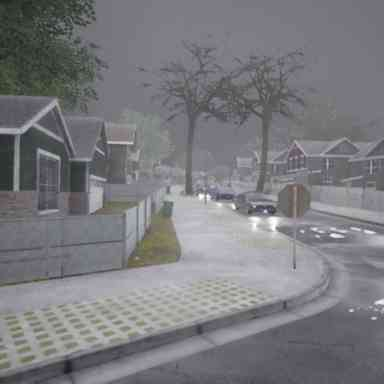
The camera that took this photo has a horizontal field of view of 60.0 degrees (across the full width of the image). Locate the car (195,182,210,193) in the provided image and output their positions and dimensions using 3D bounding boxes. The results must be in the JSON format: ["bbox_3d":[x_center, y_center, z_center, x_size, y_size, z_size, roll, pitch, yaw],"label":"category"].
[{"bbox_3d":[1.590,-0.598,48.691,2.128,1.511,4.902,1,3,-6],"label":"car"}]

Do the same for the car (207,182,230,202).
[{"bbox_3d":[3.129,0.099,33.905,1.882,1.535,5.008,1,3,-6],"label":"car"}]

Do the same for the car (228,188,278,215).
[{"bbox_3d":[4.261,0.689,23.173,2.033,1.411,5.357,1,3,-6],"label":"car"}]
